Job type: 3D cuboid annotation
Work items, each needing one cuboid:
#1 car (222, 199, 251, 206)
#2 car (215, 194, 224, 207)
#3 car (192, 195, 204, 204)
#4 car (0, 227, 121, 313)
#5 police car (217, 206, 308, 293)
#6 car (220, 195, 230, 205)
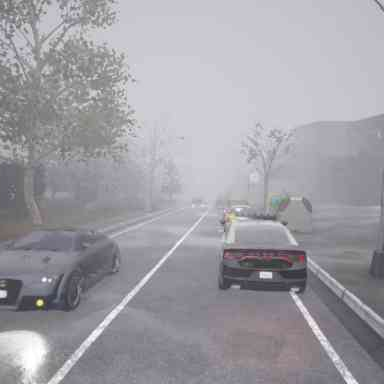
[{"bbox_3d":[2.780,1.405,19.153,1.801,1.575,5.366,1,0,6],"label":"car"},{"bbox_3d":[4.485,1.165,48.082,2.097,1.767,4.553,0,0,3],"label":"car"},{"bbox_3d":[0.983,1.252,56.229,1.882,1.535,5.008,0,0,-1],"label":"car"},{"bbox_3d":[-3.068,1.515,7.559,1.994,1.385,4.181,1,0,5],"label":"car"},{"bbox_3d":[1.721,1.414,9.083,1.930,1.638,5.238,1,0,6],"label":"police car"},{"bbox_3d":[3.388,1.277,24.929,2.097,1.767,4.553,1,0,6],"label":"car"}]
